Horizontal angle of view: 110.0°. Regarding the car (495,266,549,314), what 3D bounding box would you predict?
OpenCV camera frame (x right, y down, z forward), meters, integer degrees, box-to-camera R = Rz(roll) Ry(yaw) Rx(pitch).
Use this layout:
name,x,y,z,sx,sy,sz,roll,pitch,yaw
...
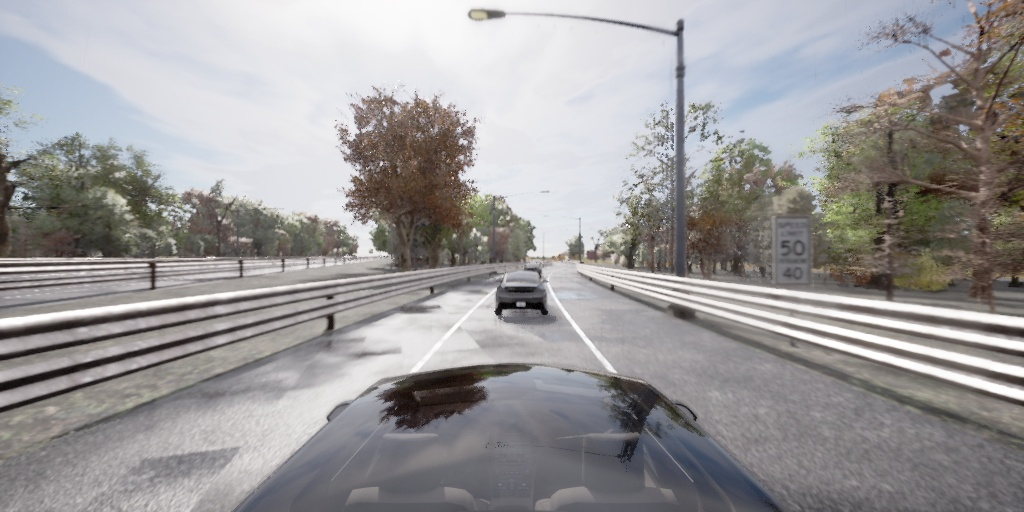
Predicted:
name,x,y,z,sx,sy,sz,roll,pitch,yaw
car,0.388,1.352,14.258,1.837,1.490,4.892,0,0,2

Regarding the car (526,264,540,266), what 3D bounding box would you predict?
name,x,y,z,sx,sy,sz,roll,pitch,yaw
car,2.308,1.536,38.526,1.837,1.490,4.892,0,0,7
